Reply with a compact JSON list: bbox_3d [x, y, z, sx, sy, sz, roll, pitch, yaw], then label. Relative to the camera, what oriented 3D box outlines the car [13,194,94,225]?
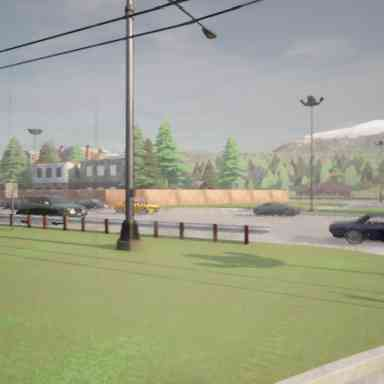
[{"bbox_3d":[-10.092,1.217,23.943,5.566,2.045,2.150,1,0,28],"label":"car"}]

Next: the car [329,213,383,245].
[{"bbox_3d":[8.424,1.595,14.112,4.718,1.301,1.895,0,0,28],"label":"car"}]

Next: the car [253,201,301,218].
[{"bbox_3d":[7.720,1.556,30.337,4.181,1.385,1.994,0,0,28],"label":"car"}]

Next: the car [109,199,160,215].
[{"bbox_3d":[-5.520,1.474,33.404,5.008,1.535,1.882,0,0,28],"label":"car"}]

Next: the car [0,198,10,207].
[{"bbox_3d":[-29.760,1.568,50.256,4.181,1.385,1.994,0,0,28],"label":"car"}]

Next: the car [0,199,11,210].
[{"bbox_3d":[-21.888,1.549,42.095,5.357,1.411,2.033,0,0,28],"label":"car"}]

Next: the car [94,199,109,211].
[{"bbox_3d":[-12.232,1.523,40.931,4.674,1.442,1.812,0,0,28],"label":"car"}]
